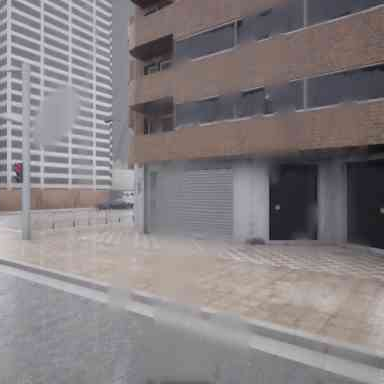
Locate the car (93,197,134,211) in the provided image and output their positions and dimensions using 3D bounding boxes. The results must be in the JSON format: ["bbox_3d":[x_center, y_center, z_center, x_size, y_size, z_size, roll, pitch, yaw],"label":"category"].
[{"bbox_3d":[-9.327,1.600,39.643,1.895,1.301,4.718,0,0,36],"label":"car"}]
